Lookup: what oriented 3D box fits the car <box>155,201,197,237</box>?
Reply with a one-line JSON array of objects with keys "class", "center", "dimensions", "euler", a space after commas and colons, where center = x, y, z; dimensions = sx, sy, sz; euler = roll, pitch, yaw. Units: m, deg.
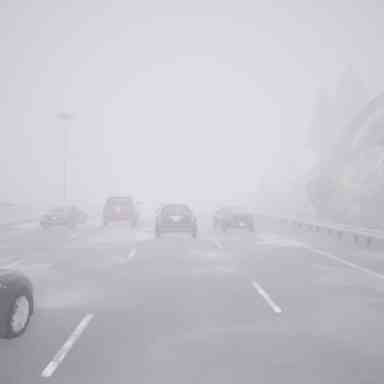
[{"class": "car", "center": [-0.945, 1.377, 18.355], "dimensions": [2.097, 1.767, 4.553], "euler": [0, 0, -5]}]

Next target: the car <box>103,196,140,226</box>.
[{"class": "car", "center": [-4.953, 1.263, 23.752], "dimensions": [2.150, 2.045, 5.566], "euler": [0, 0, -6]}]

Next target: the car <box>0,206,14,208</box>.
[{"class": "car", "center": [-20.351, 1.638, 34.866], "dimensions": [2.033, 1.411, 5.357], "euler": [0, 0, -6]}]

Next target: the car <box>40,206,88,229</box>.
[{"class": "car", "center": [-8.277, 1.594, 21.902], "dimensions": [2.033, 1.411, 5.357], "euler": [0, 0, -6]}]

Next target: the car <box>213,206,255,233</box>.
[{"class": "car", "center": [2.437, 1.545, 19.901], "dimensions": [1.812, 1.442, 4.674], "euler": [0, 0, -5]}]

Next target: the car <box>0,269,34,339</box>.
[{"class": "car", "center": [-3.544, 1.518, 3.700], "dimensions": [1.837, 1.490, 4.892], "euler": [0, 0, -1]}]

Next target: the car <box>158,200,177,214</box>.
[{"class": "car", "center": [-2.790, 1.654, 37.077], "dimensions": [1.895, 1.301, 4.718], "euler": [0, 0, -6]}]
